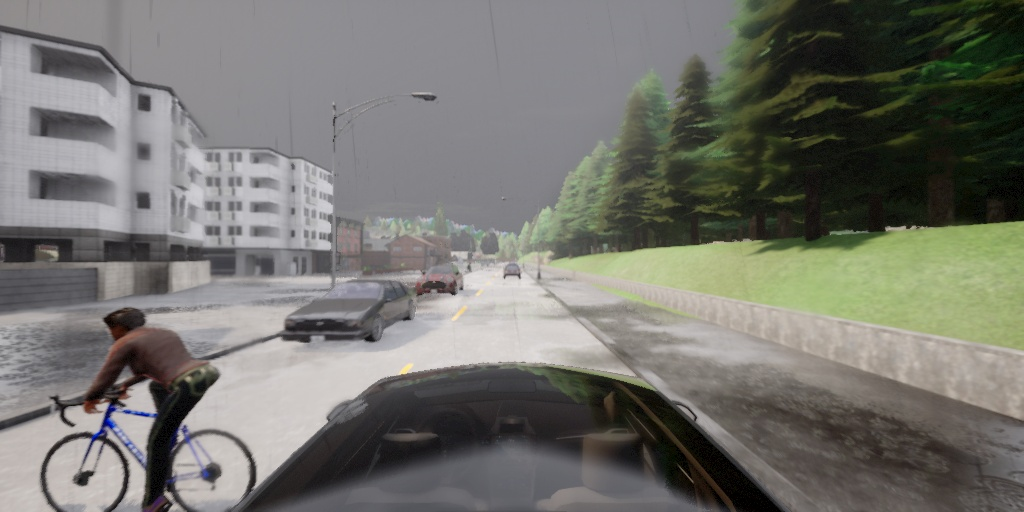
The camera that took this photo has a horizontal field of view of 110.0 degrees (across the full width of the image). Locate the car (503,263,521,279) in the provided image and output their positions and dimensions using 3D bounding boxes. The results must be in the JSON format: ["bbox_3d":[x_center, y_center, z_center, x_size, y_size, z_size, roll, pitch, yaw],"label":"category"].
[{"bbox_3d":[0.037,1.639,38.184,2.033,1.411,5.357,0,-1,0],"label":"car"}]

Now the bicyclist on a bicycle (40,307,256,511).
[{"bbox_3d":[-2.783,1.213,2.738,1.656,1.620,0.582,-1,-1,0],"label":"bicyclist on a bicycle"}]

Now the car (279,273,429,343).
[{"bbox_3d":[-4.106,1.378,10.237,2.033,1.411,5.357,0,-1,0],"label":"car"}]

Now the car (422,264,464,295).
[{"bbox_3d":[-4.111,1.285,21.126,2.097,1.767,4.553,0,-1,0],"label":"car"}]
